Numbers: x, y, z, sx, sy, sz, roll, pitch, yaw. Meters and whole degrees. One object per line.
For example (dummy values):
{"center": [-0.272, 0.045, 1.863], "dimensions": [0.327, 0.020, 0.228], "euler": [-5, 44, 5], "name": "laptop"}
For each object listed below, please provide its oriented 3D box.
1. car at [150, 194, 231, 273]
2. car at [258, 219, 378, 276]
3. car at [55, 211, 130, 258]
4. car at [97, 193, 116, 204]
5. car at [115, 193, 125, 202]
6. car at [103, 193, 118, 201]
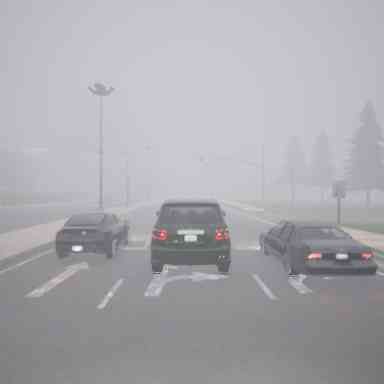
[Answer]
{"center": [-0.045, 1.217, 10.806], "dimensions": [2.150, 2.045, 5.566], "euler": [0, 0, 0], "name": "car"}
{"center": [3.454, 1.543, 10.240], "dimensions": [2.033, 1.411, 5.357], "euler": [0, 0, -1], "name": "car"}
{"center": [-3.590, 1.500, 12.708], "dimensions": [1.837, 1.490, 4.892], "euler": [0, 0, -1], "name": "car"}
{"center": [-16.312, 1.468, 62.284], "dimensions": [2.128, 1.511, 4.902], "euler": [0, 0, 0], "name": "car"}
{"center": [-16.310, 1.496, 73.703], "dimensions": [1.812, 1.442, 4.674], "euler": [0, 0, 0], "name": "car"}
{"center": [-19.813, 1.194, 81.234], "dimensions": [2.150, 2.045, 5.566], "euler": [0, 0, 0], "name": "car"}
